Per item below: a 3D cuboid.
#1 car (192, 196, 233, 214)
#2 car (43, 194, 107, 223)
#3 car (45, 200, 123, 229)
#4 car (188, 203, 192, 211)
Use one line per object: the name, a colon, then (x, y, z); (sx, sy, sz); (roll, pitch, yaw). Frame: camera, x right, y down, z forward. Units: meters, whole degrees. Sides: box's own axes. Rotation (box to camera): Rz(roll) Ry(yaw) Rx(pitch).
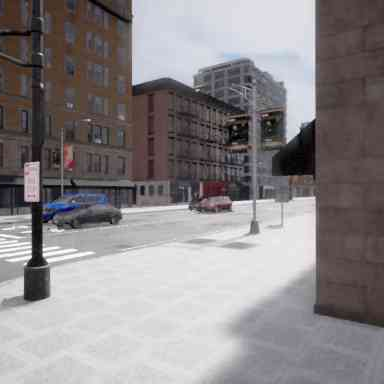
car: (2.389, 1.229, 33.972); (2.097, 1.767, 4.553); (0, 0, 35)
car: (-8.545, 1.164, 24.104); (2.150, 2.045, 5.566); (0, 0, 35)
car: (-6.543, 1.468, 21.300); (1.812, 1.442, 4.674); (0, 0, 37)
car: (1.463, 1.396, 38.299); (1.812, 1.442, 4.674); (0, 0, 35)
